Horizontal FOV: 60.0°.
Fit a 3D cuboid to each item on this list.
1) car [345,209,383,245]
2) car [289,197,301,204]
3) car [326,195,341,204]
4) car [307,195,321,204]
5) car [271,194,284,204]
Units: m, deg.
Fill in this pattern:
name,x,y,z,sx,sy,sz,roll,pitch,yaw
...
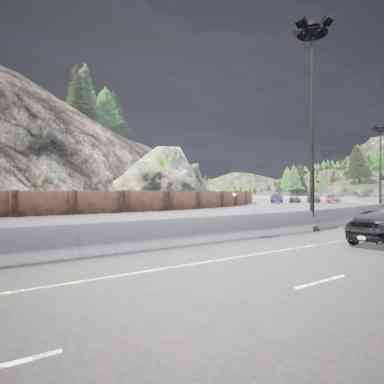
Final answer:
name,x,y,z,sx,sy,sz,roll,pitch,yaw
car,8.415,1.513,14.272,4.892,1.490,1.837,0,0,-38
car,20.235,1.598,65.215,1.994,1.385,4.181,0,0,11
car,27.071,1.318,63.782,2.097,1.767,4.553,0,0,13
car,23.600,1.330,64.302,2.097,1.767,4.553,0,0,14
car,16.661,1.341,65.278,2.150,2.045,5.566,0,0,12
